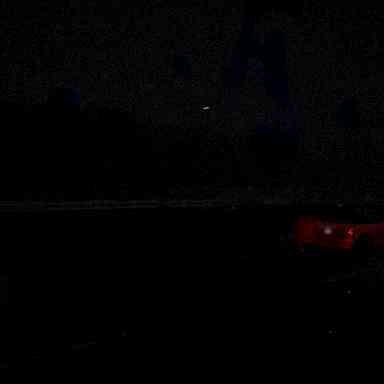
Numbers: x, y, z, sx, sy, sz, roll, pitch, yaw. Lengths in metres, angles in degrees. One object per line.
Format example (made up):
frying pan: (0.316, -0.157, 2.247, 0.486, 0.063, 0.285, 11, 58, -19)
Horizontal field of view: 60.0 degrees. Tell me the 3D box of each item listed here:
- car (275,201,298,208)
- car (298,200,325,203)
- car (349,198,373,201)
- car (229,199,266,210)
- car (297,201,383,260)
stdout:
car: (11.694, 1.665, 38.095, 4.718, 1.301, 1.895, 0, 0, -35)
car: (14.123, 1.612, 35.526, 5.357, 1.411, 2.033, 0, 0, -35)
car: (16.333, 1.416, 32.802, 4.553, 1.767, 2.097, 0, 0, -35)
car: (6.497, 1.563, 38.695, 4.892, 1.490, 1.837, 0, 0, -35)
car: (6.442, 1.377, 12.758, 4.553, 1.767, 2.097, 0, 0, -35)
